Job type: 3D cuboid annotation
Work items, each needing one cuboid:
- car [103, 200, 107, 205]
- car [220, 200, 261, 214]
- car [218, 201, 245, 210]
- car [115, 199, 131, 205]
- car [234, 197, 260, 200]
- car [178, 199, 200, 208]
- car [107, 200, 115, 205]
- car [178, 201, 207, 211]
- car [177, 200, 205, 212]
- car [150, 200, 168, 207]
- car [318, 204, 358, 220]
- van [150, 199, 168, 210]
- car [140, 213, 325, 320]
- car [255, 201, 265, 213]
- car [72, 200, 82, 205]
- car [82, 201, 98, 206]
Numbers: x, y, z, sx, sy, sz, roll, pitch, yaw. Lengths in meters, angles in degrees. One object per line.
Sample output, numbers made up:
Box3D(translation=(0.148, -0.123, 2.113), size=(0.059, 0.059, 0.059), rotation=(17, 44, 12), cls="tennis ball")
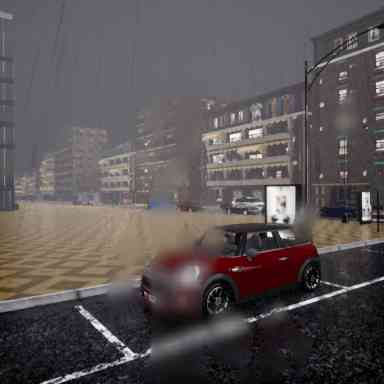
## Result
Box3D(translation=(-23.397, 2.798, 92.593), size=(1.887, 1.381, 4.507), rotation=(-2, 0, -36), cls="car")
Box3D(translation=(5.683, 1.969, 38.007), size=(2.008, 1.369, 4.403), rotation=(-2, 0, -36), cls="car")
Box3D(translation=(6.096, 2.097, 52.067), size=(1.802, 1.307, 4.206), rotation=(-2, 0, -36), cls="car")
Box3D(translation=(-16.860, 2.529, 83.577), size=(1.967, 1.590, 4.097), rotation=(-2, 0, -36), cls="car")
Box3D(translation=(7.209, 1.637, 40.550), size=(2.150, 2.045, 5.566), rotation=(-1, -1, -36), cls="car")
Box3D(translation=(-0.507, 2.119, 61.039), size=(1.967, 1.590, 4.097), rotation=(-2, 0, -36), cls="car")
Box3D(translation=(-20.127, 2.737, 88.085), size=(1.947, 1.339, 4.313), rotation=(-2, 0, -36), cls="car")
Box3D(translation=(-0.004, 2.099, 50.532), size=(1.837, 1.490, 4.892), rotation=(-1, -1, -36), cls="car")
Box3D(translation=(-0.403, 2.115, 46.476), size=(1.887, 1.381, 4.507), rotation=(-2, 0, -36), cls="car")
Box3D(translation=(-7.047, 2.425, 70.052), size=(1.802, 1.307, 4.206), rotation=(-2, 0, -36), cls="car")
Box3D(translation=(13.990, 1.809, 31.204), size=(1.994, 1.385, 4.181), rotation=(-1, 0, -36), cls="car")
Box3D(translation=(-5.330, 2.035, 53.357), size=(1.690, 1.788, 3.998), rotation=(-2, 0, -36), cls="van")
Box3D(translation=(0.918, 1.440, 7.228), size=(4.097, 1.590, 1.967), rotation=(0, 0, -36), cls="car")
Box3D(translation=(8.954, 1.887, 33.499), size=(2.008, 1.369, 4.403), rotation=(-2, 0, -36), cls="car")
Box3D(translation=(-30.181, 2.862, 87.673), size=(1.887, 1.381, 4.507), rotation=(-2, 0, -36), cls="car")
Box3D(translation=(-23.641, 2.704, 78.657), size=(2.008, 1.369, 4.403), rotation=(-2, 0, -36), cls="car")
